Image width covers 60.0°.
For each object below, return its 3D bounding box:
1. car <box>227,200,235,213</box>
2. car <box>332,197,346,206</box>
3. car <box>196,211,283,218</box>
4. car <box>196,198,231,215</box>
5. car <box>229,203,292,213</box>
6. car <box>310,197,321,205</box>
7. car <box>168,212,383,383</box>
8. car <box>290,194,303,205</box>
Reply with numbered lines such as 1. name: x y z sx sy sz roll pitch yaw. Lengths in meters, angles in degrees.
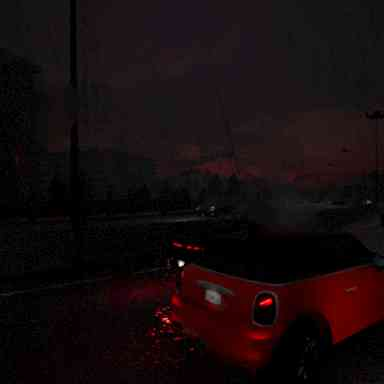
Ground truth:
1. car: 5.581 1.620 28.713 2.033 1.411 5.357 0 0 40
2. car: 25.446 1.625 57.577 1.882 1.535 5.008 0 0 19
3. car: 1.592 1.521 9.754 4.892 1.490 1.837 0 0 -40
4. car: 2.352 1.441 30.429 2.097 1.767 4.553 0 0 40
5. car: 4.744 1.613 22.642 1.994 1.385 4.181 0 0 43
6. car: 24.332 1.755 65.717 1.994 1.385 4.181 -1 0 17
7. car: 1.938 1.358 5.557 4.553 1.767 2.097 0 0 -38
8. car: 20.967 1.458 66.688 2.150 2.045 5.566 -1 0 17
